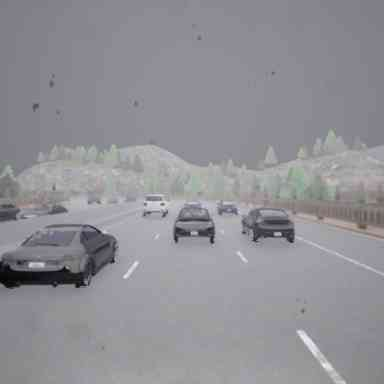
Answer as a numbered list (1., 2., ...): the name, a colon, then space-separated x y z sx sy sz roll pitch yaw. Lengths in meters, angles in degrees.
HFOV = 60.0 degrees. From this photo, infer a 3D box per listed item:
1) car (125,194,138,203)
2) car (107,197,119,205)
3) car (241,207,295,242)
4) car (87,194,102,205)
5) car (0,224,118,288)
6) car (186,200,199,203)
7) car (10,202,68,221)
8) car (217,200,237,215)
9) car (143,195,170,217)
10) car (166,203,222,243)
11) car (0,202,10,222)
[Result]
1. car: -11.702 1.398 64.420 2.150 2.045 5.566 0 0 -8
2. car: -15.347 1.729 64.974 1.994 1.385 4.181 0 0 -9
3. car: 3.592 1.518 16.343 1.837 1.490 4.892 0 0 0
4. car: -18.732 1.398 64.103 2.150 2.045 5.566 0 0 -9
5. car: -3.405 1.569 9.297 1.994 1.385 4.181 0 0 0
6. car: 0.070 1.575 34.271 1.812 1.442 4.674 0 0 0
7. car: -10.610 1.517 24.076 2.128 1.511 4.902 0 0 0
8. car: 3.570 1.576 34.409 1.812 1.442 4.674 0 0 0
9. car: -3.416 1.266 32.358 2.150 2.045 5.566 0 0 0
10. car: 0.091 1.504 16.253 2.128 1.511 4.902 0 0 0
11. car: -14.109 1.529 23.842 1.837 1.490 4.892 0 0 0
